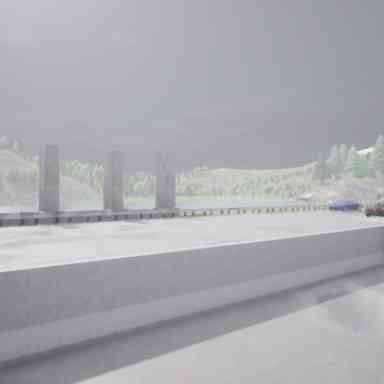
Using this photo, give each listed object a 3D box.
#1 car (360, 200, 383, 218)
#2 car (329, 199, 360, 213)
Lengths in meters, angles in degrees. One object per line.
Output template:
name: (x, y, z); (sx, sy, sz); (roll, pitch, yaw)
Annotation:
car: (17.493, 1.696, 30.003); (4.718, 1.301, 1.895); (0, 0, -37)
car: (18.072, 1.593, 39.144); (5.008, 1.535, 1.882); (0, 0, -36)
